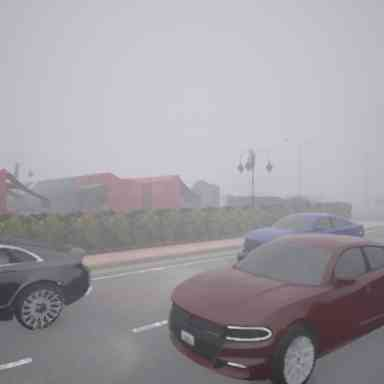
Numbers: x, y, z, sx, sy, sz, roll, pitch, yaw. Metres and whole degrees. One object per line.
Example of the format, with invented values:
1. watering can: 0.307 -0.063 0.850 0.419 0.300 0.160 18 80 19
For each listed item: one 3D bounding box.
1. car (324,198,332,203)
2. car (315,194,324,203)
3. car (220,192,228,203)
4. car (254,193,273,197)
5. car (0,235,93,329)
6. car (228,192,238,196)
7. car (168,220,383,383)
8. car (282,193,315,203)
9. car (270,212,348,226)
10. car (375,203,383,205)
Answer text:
1. car: 18.462 1.340 48.947 1.970 1.475 3.806 0 0 -36
2. car: 16.120 1.316 47.244 1.784 1.438 3.905 0 0 -36
3. car: 6.151 1.086 80.268 1.905 1.878 3.866 0 0 -36
4. car: 14.241 1.328 64.552 1.970 1.475 3.806 0 0 -36
5. car: -4.115 1.495 5.311 4.902 1.511 2.128 0 0 -36
6. car: 8.523 1.075 81.927 1.932 1.855 4.605 0 0 -36
7. car: 1.956 1.466 5.443 5.008 1.535 1.882 0 0 -36
8. car: 13.980 1.113 45.625 1.932 1.855 4.605 0 0 -36
9. car: 3.869 1.453 11.207 5.008 1.535 1.882 0 0 -36
10. car: 11.691 1.441 16.976 4.902 1.511 2.128 0 0 -36
